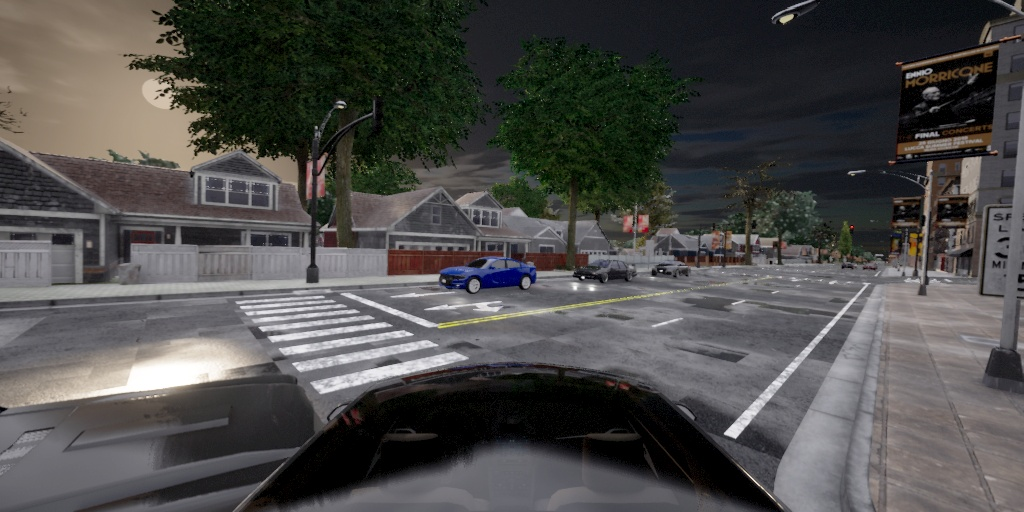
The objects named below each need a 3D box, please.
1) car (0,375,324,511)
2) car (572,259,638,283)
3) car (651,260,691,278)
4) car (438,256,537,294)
[{"bbox_3d":[-3.317,1.273,1.388,4.718,1.301,1.895,1,2,-34],"label":"car"},{"bbox_3d":[6.220,0.933,23.419,5.357,1.411,2.033,1,2,-44],"label":"car"},{"bbox_3d":[13.472,1.035,30.283,4.181,1.385,1.994,1,2,-44],"label":"car"},{"bbox_3d":[-1.000,0.781,16.555,5.008,1.535,1.882,1,2,-44],"label":"car"}]
